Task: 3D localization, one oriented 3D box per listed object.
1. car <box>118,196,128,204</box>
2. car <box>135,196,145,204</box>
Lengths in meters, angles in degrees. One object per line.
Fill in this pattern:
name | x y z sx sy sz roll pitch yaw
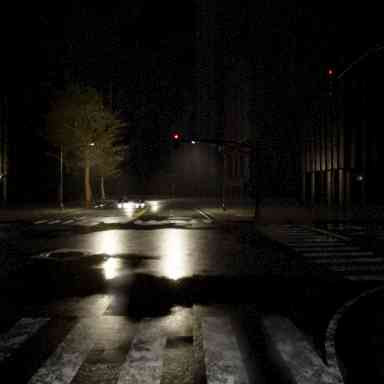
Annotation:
car | -13.689 1.537 66.345 2.128 1.511 4.902 0 0 -9
car | -10.477 1.537 66.843 2.128 1.511 4.902 0 0 -9
